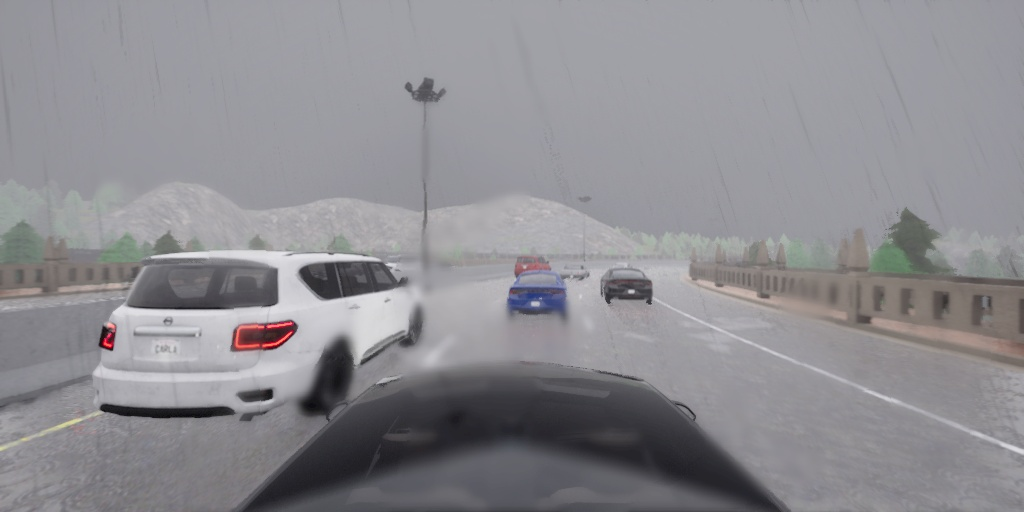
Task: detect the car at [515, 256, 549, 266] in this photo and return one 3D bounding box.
[{"bbox_3d":[1.909,1.022,31.567,2.150,2.045,5.566,0,0,19],"label":"car"}]

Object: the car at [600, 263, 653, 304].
[{"bbox_3d":[5.187,1.272,16.692,1.882,1.535,5.008,0,0,10],"label":"car"}]

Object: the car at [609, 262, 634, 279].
[{"bbox_3d":[10.749,1.371,34.984,1.812,1.442,4.674,0,0,23],"label":"car"}]

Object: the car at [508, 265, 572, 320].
[{"bbox_3d":[1.031,1.248,12.892,1.882,1.535,5.008,0,0,7],"label":"car"}]

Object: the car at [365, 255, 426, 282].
[{"bbox_3d":[-9.666,0.970,30.395,2.150,2.045,5.566,0,-1,17],"label":"car"}]

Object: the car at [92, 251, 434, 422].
[{"bbox_3d":[-3.175,0.963,6.087,2.150,2.045,5.566,0,0,2],"label":"car"}]

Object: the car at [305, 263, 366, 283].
[{"bbox_3d":[-13.822,1.288,28.372,1.994,1.385,4.181,0,0,15],"label":"car"}]

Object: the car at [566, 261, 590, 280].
[{"bbox_3d":[5.716,1.416,31.819,1.895,1.301,4.718,0,0,20],"label":"car"}]

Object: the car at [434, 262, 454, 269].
[{"bbox_3d":[-6.267,1.265,29.501,1.837,1.490,4.892,0,0,17],"label":"car"}]
